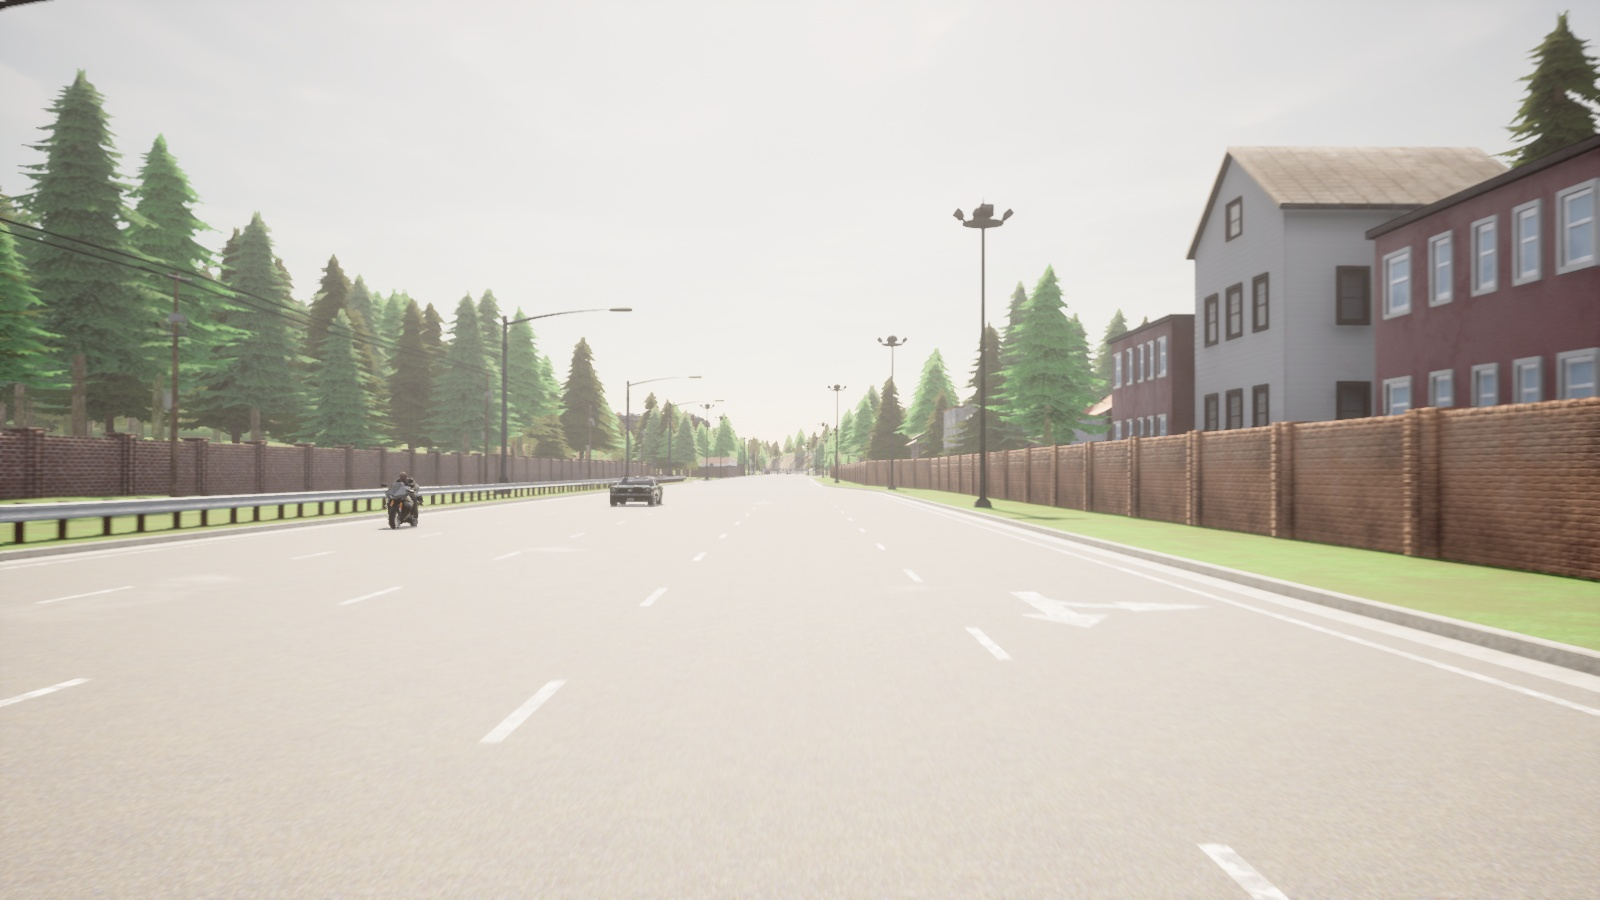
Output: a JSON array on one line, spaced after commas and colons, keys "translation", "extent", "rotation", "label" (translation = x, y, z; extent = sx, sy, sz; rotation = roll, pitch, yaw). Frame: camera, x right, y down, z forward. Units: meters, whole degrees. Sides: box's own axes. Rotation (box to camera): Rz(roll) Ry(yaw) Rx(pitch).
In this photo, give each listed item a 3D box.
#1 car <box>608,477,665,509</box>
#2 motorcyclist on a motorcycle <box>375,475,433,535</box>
[{"translation": [-7.134, 1.862, 55.058], "extent": [1.895, 1.301, 4.718], "rotation": [0, -1, 0], "label": "car"}, {"translation": [-10.582, 1.452, 33.606], "extent": [0.866, 1.530, 2.191], "rotation": [0, -1, 0], "label": "motorcyclist on a motorcycle"}]
